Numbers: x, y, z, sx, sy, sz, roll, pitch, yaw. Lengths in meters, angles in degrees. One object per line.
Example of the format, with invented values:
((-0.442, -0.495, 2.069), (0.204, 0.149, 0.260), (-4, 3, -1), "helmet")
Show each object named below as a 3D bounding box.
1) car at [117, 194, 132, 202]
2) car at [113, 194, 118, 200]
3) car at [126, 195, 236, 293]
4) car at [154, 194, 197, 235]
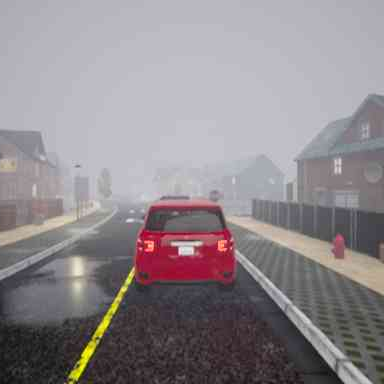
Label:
((-14.458, 1.404, 73.390), (2.033, 1.411, 5.357), (0, 0, -22), "car")
((-18.499, 1.250, 83.063), (1.882, 1.535, 5.008), (0, 0, -23), "car")
((-0.230, 1.201, 8.990), (2.150, 2.045, 5.566), (0, 0, -3), "car")
((-1.029, 1.174, 19.729), (2.150, 2.045, 5.566), (0, 0, -4), "car")
